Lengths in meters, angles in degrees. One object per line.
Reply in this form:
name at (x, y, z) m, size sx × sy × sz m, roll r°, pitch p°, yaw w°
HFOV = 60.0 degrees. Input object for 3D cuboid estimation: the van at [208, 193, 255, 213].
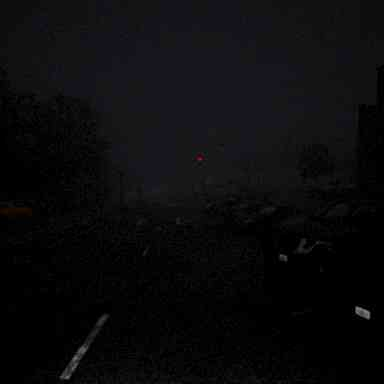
van at (3.901, 1.076, 26.642) m, size 4.442 × 1.987 × 1.878 m, roll 1°, pitch 1°, yaw -23°

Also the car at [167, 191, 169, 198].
car at (-3.253, 0.817, 91.200) m, size 5.566 × 2.045 × 2.435 m, roll 0°, pitch 0°, yaw -29°

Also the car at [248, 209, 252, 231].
car at (4.602, 1.443, 11.604) m, size 4.674 × 1.452 × 2.002 m, roll 1°, pitch 0°, yaw -22°

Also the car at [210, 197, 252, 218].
car at (4.167, 1.324, 23.676) m, size 4.892 × 1.521 × 2.231 m, roll 1°, pitch 1°, yaw -23°

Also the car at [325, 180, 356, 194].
car at (21.550, -0.686, 47.886) m, size 2.435 × 2.045 × 5.566 m, roll -7°, pitch 4°, yaw -29°

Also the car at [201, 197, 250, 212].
car at (3.609, 1.280, 35.703) m, size 4.792 × 1.488 × 2.163 m, roll 0°, pitch 0°, yaw -24°

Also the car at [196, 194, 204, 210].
car at (3.466, 1.259, 32.646) m, size 5.366 × 1.575 × 1.946 m, roll 0°, pitch 1°, yaw -24°

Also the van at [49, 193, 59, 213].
van at (-14.436, 1.101, 30.057) m, size 4.442 × 1.987 × 1.878 m, roll -1°, pitch 0°, yaw -23°

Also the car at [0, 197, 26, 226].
car at (-13.872, 1.375, 21.216) m, size 5.366 × 1.575 × 1.946 m, roll -1°, pitch 0°, yaw -22°

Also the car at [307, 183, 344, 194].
car at (18.589, -0.105, 47.456) m, size 2.002 × 1.452 × 4.674 m, roll -7°, pitch 4°, yaw -29°

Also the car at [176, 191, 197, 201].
car at (-0.468, 1.082, 73.352) m, size 4.553 × 1.767 × 2.185 m, roll 0°, pitch 0°, yaw -29°

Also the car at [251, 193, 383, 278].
car at (4.652, 1.171, 8.563) m, size 5.566 × 2.045 × 2.435 m, roll 1°, pitch 1°, yaw -21°

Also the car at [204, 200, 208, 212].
car at (3.859, 1.158, 29.718) m, size 4.553 × 1.767 × 2.185 m, roll 1°, pitch 1°, yaw -24°

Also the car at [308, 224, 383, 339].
car at (4.728, 1.443, 5.557) m, size 5.008 × 1.535 × 2.097 m, roll 1°, pitch 1°, yaw -21°

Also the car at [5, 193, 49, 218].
car at (-14.325, 1.220, 27.065) m, size 4.553 × 1.767 × 2.185 m, roll -1°, pitch 1°, yaw -23°

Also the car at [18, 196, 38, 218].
car at (-14.360, 1.364, 24.025) m, size 5.366 × 1.575 × 1.946 m, roll -1°, pitch 1°, yaw -23°

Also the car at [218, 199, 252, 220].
car at (4.293, 1.383, 20.660) m, size 4.674 × 1.452 × 2.002 m, roll 1°, pitch 0°, yaw -23°

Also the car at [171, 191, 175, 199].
car at (-1.369, 0.909, 79.298) m, size 5.566 × 2.045 × 2.435 m, roll 0°, pitch 1°, yaw -29°

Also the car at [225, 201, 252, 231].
car at (4.421, 1.403, 17.638) m, size 4.674 × 1.452 × 2.002 m, roll 1°, pitch 1°, yaw -22°
